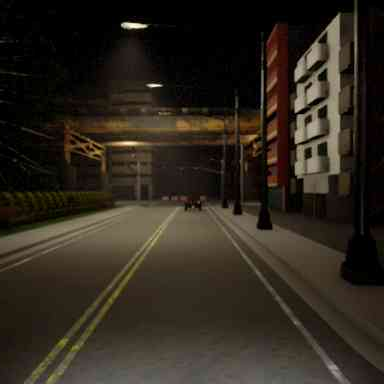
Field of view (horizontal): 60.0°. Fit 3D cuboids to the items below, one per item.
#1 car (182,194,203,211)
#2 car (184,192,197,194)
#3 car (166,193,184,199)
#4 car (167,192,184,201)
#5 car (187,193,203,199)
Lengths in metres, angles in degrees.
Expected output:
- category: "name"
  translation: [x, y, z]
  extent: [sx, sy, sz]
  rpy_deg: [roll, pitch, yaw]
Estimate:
- category: "car"
  translation: [0.115, 1.233, 36.239]
  extent: [1.837, 1.490, 4.892]
  rpy_deg: [0, 0, 0]
- category: "car"
  translation: [0.545, 0.949, 69.424]
  extent: [2.038, 1.542, 4.974]
  rpy_deg: [0, 0, -20]
- category: "car"
  translation: [-3.594, 0.800, 69.780]
  extent: [1.853, 1.218, 4.536]
  rpy_deg: [0, 0, 25]
- category: "car"
  translation: [-3.615, 0.958, 69.734]
  extent: [2.038, 1.542, 4.974]
  rpy_deg: [0, 0, 25]
- category: "car"
  translation: [0.526, 0.791, 69.472]
  extent: [1.853, 1.218, 4.536]
  rpy_deg: [0, 0, -20]
